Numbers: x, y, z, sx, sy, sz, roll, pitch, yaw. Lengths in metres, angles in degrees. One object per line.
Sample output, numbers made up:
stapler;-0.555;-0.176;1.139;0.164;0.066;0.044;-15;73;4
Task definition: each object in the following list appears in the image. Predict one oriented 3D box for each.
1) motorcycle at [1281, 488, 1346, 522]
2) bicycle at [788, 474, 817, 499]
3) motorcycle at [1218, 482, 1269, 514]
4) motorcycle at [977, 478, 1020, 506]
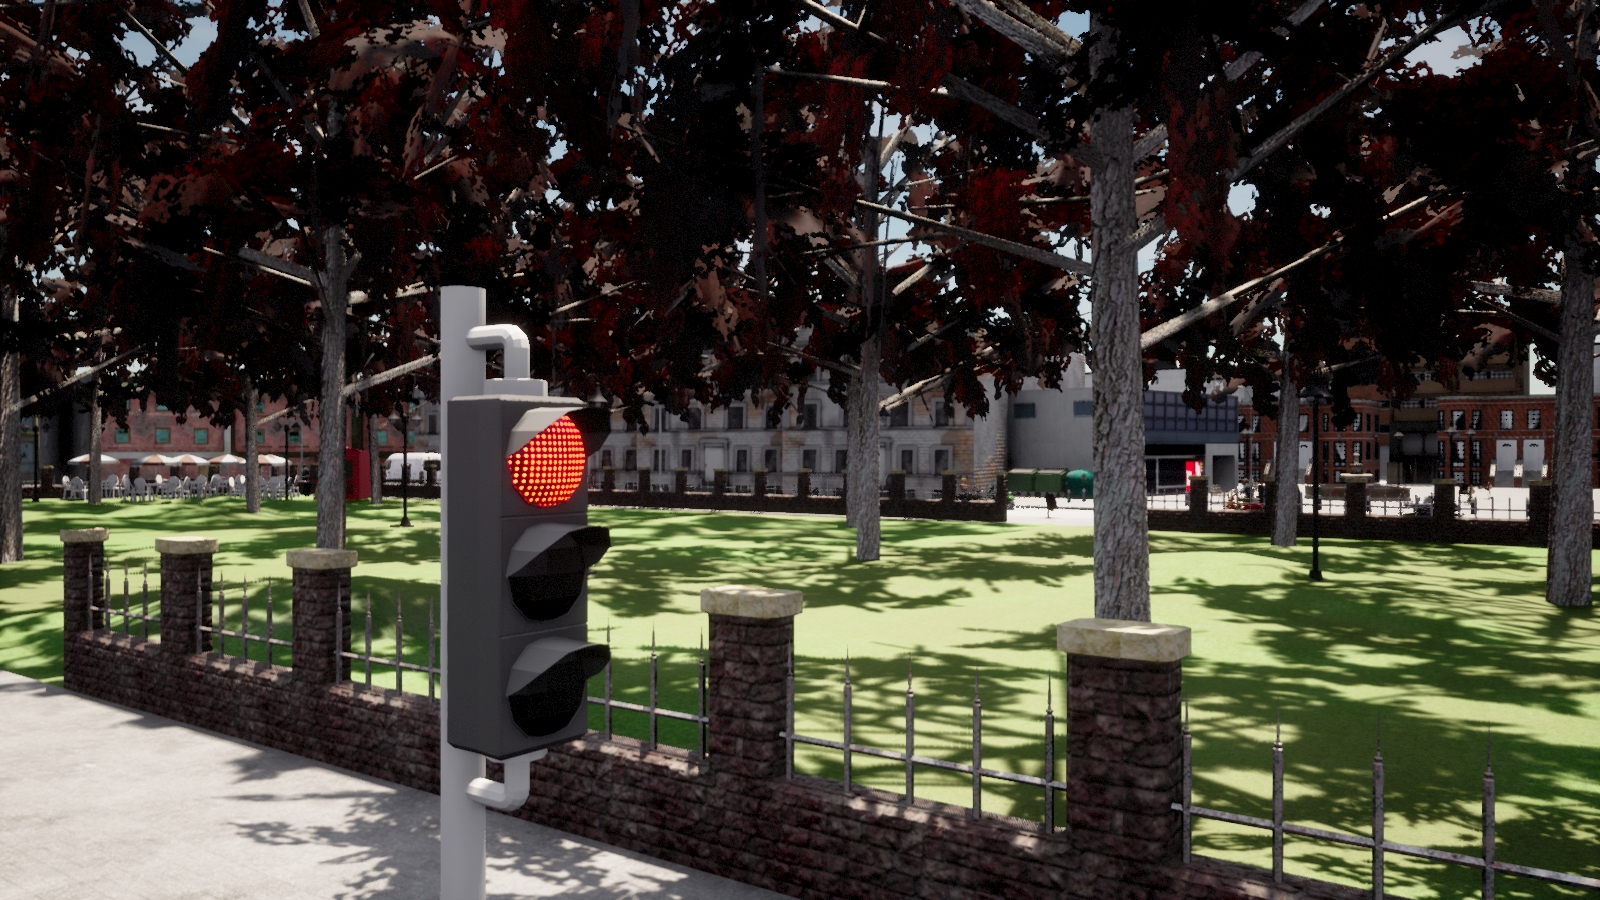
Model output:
motorcycle;18.758;1.988;41.778;2.033;1.145;0.803;0;0;36
bicycle;0.122;1.922;60.274;1.643;1.296;0.373;0;0;36
motorcycle;18.245;1.957;47.031;1.805;1.236;0.856;0;0;36
motorcycle;9.291;1.952;53.550;1.805;1.236;0.856;0;0;36
